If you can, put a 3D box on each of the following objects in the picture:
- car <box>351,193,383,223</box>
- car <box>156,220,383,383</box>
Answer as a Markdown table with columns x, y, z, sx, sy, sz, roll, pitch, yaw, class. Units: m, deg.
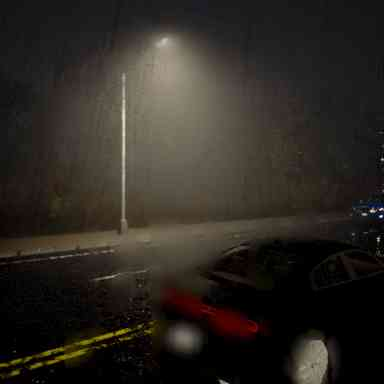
| x | y | z | sx | sy | sz | roll | pitch | yaw | class |
| --- | --- | --- | --- | --- | --- | --- | --- | --- | --- |
| 13.247 | 1.120 | 23.233 | 5.566 | 2.045 | 2.150 | 0 | 0 | -40 | car |
| 1.837 | 1.441 | 5.185 | 5.008 | 1.535 | 1.882 | 0 | 1 | -39 | car |
